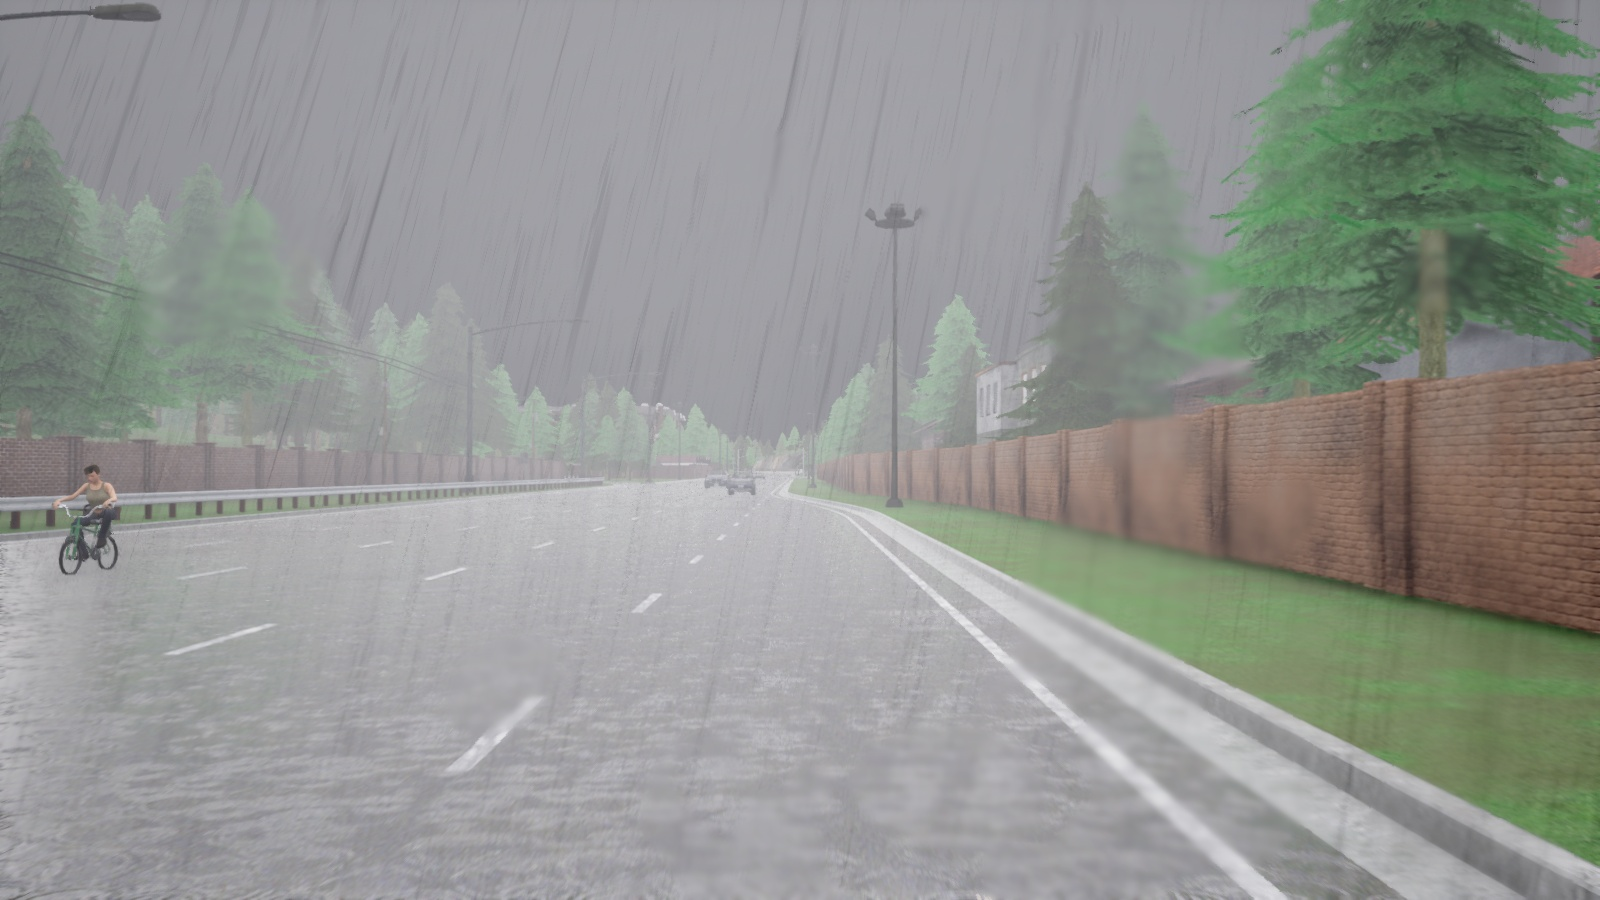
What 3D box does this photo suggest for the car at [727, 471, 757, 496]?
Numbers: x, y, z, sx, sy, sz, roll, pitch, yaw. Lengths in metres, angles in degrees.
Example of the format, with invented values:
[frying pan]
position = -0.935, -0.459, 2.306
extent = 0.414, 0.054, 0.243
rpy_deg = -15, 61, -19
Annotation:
[car]
position = -3.704, 2.155, 80.666
extent = 1.789, 1.549, 3.705
rpy_deg = 0, -1, 0

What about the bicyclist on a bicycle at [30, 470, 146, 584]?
[bicyclist on a bicycle]
position = -10.543, 1.105, 18.656
extent = 0.866, 1.612, 1.509
rpy_deg = 0, -1, 0
